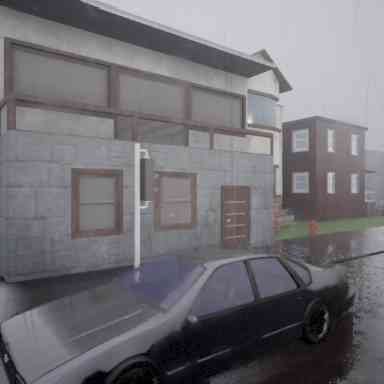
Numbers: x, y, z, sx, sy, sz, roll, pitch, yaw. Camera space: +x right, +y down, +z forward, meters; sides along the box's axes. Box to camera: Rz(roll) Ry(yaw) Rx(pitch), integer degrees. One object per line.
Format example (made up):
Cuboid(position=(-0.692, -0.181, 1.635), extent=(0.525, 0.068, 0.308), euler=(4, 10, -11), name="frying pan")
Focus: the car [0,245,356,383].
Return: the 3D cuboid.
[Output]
Cuboid(position=(0.258, 1.547, 4.798), extent=(5.357, 1.411, 2.033), euler=(0, 0, -37), name="car")
